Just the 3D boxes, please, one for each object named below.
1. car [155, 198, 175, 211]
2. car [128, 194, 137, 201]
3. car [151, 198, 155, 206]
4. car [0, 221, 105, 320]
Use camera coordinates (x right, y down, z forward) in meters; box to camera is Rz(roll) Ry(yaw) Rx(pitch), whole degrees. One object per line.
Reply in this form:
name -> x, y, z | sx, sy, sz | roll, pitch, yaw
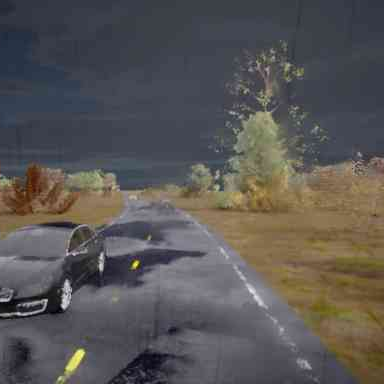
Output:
car -> -3.156, 1.495, 39.939 | 1.812, 1.442, 4.674 | 0, 0, -9
car -> -15.156, 1.313, 84.833 | 2.097, 1.767, 4.553 | 0, 0, -12
car -> -5.406, 1.564, 52.516 | 1.895, 1.301, 4.718 | 0, 0, -11
car -> -3.297, 1.500, 7.611 | 1.837, 1.490, 4.892 | 0, 0, -2
